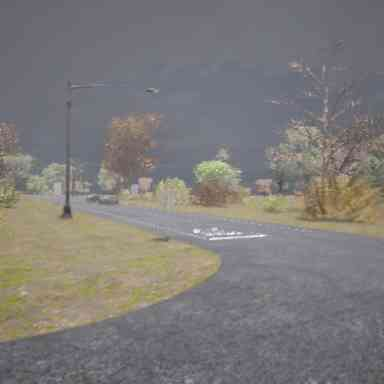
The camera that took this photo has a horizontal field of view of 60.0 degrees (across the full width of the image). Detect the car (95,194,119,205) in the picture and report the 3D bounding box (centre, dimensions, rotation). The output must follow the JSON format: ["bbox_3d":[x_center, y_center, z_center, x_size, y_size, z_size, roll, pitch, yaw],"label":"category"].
[{"bbox_3d":[-12.192,1.124,48.991,2.128,1.511,4.902,1,0,-29],"label":"car"}]

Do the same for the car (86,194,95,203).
[{"bbox_3d":[-17.070,1.060,57.731,1.837,1.490,4.892,1,0,-29],"label":"car"}]
